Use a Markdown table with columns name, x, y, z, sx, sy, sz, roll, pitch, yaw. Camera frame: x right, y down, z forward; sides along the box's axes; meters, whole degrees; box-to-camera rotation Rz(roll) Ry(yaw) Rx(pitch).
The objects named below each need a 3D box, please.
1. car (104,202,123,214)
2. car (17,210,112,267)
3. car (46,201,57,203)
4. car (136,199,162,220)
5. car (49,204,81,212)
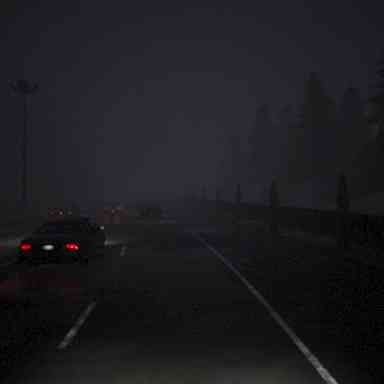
| name | x | y | z | sx | sy | sz | roll | pitch | yaw |
| --- | --- | --- | --- | --- | --- | --- | --- | --- | --- |
| car | -8.690 | 1.728 | 36.949 | 1.895 | 1.301 | 4.718 | 0 | 0 | -11 |
| car | -4.280 | 1.590 | 11.672 | 2.033 | 1.411 | 5.357 | 0 | 0 | -7 |
| car | -22.444 | 1.697 | 52.433 | 1.837 | 1.490 | 4.892 | 0 | 0 | -10 |
| car | -3.782 | 1.577 | 29.683 | 1.882 | 1.535 | 5.008 | 0 | 0 | -11 |
| car | -10.600 | 1.702 | 28.105 | 1.895 | 1.301 | 4.718 | 0 | 0 | -11 |
